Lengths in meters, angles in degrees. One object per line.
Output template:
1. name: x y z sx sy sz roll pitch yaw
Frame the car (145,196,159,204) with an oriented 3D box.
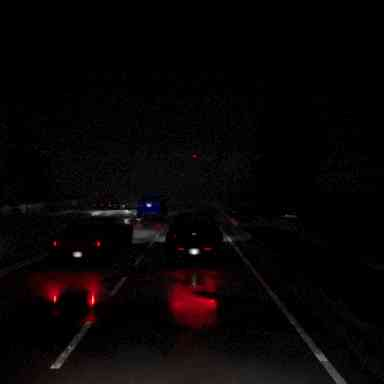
1. car: -6.980 1.303 58.072 1.895 1.301 4.718 0 0 0

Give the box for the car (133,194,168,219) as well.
1. car: -3.404 1.171 29.117 2.150 2.045 5.566 0 0 0

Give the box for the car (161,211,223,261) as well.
1. car: 0.078 1.485 12.183 1.837 1.490 4.892 0 0 0

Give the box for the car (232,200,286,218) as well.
1. car: 5.753 1.445 28.554 4.674 1.442 1.812 0 -1 -17

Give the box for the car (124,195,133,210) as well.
1. car: -7.078 1.456 41.354 1.812 1.442 4.674 0 0 0

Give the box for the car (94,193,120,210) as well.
1. car: -10.580 1.150 41.783 2.150 2.045 5.566 0 0 0

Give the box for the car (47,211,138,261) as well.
1. car: -3.420 1.580 12.199 1.895 1.301 4.718 0 0 0
